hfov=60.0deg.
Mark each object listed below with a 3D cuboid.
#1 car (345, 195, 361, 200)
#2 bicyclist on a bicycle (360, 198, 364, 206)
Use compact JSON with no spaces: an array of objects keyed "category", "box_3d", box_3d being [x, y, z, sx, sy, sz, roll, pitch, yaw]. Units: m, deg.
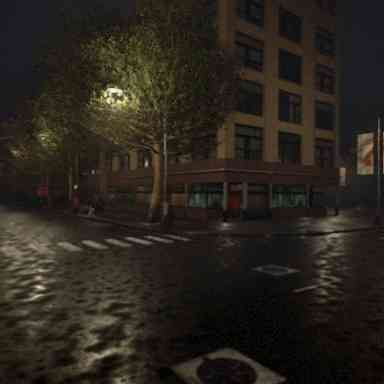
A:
[{"category":"car","box_3d":[39.306,2.081,84.131,2.002,1.452,4.674,1,0,-36]},{"category":"bicyclist on a bicycle","box_3d":[33.520,1.915,65.512,1.656,1.620,0.582,0,0,-36]}]
